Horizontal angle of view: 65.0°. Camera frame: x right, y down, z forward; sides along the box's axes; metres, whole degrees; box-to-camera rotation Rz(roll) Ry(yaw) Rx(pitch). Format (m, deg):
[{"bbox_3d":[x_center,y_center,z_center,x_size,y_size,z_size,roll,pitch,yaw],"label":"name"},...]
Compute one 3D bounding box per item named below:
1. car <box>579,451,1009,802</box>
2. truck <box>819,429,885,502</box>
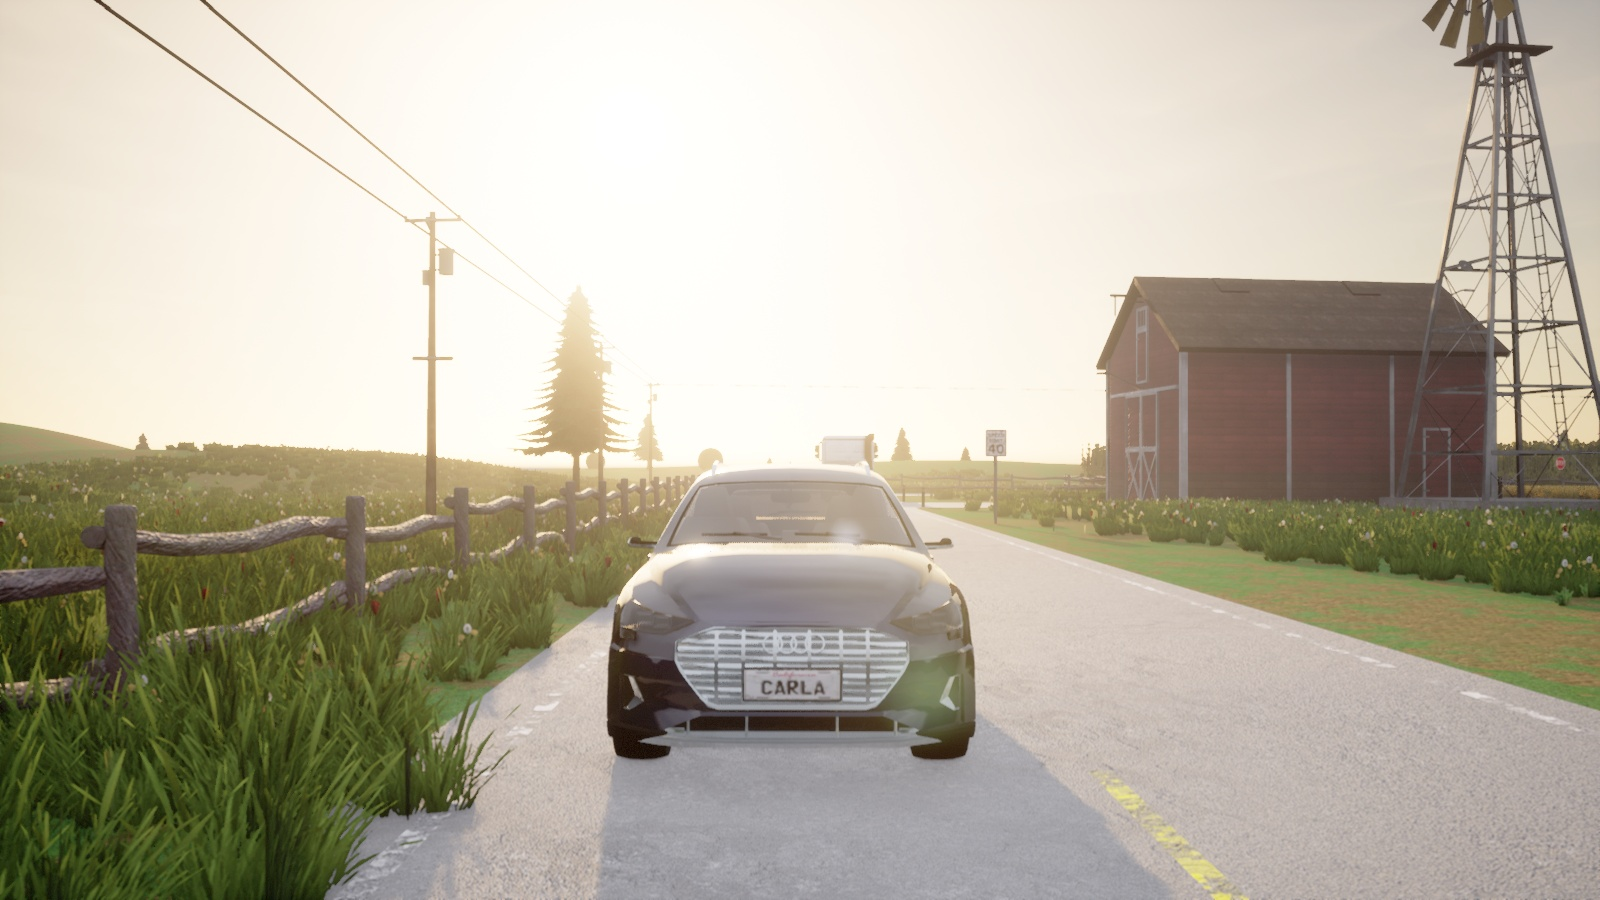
[{"bbox_3d":[-0.057,0.872,8.377,2.033,1.649,4.856,0,-1,-1],"label":"car"},{"bbox_3d":[2.515,0.804,63.597,2.891,3.462,7.936,0,-1,-1],"label":"truck"}]
